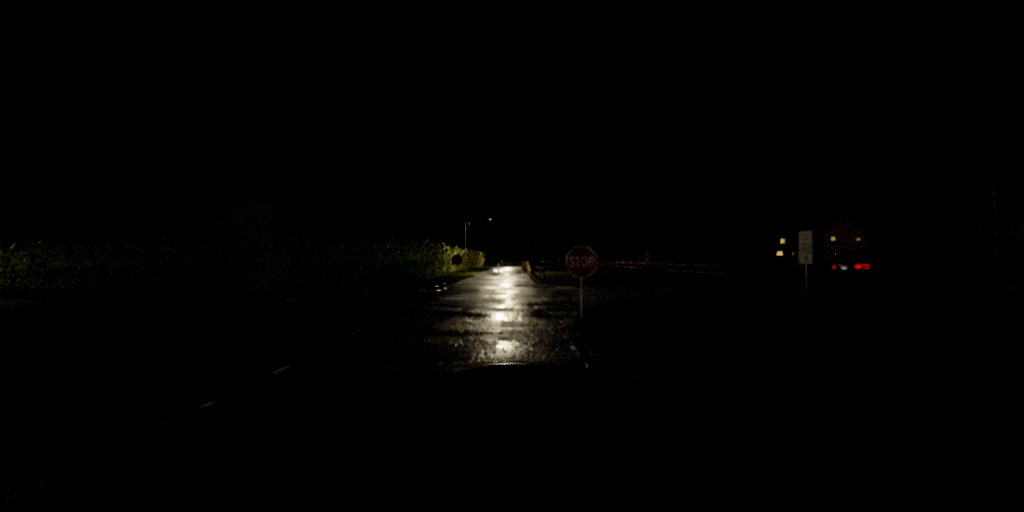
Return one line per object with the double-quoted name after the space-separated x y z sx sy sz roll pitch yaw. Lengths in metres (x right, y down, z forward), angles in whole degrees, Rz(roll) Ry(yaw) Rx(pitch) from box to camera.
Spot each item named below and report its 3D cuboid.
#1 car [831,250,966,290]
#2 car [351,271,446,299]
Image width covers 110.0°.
20.333 0.687 19.073 5.566 2.045 2.150 -1 -1 0 "car"
-6.000 1.520 19.200 4.892 1.490 1.837 -1 -1 0 "car"
